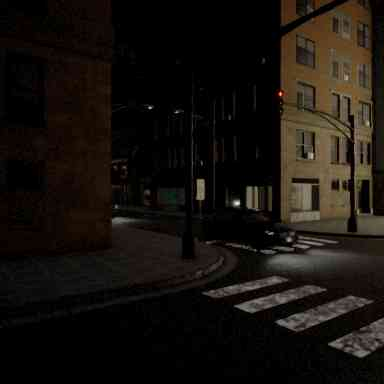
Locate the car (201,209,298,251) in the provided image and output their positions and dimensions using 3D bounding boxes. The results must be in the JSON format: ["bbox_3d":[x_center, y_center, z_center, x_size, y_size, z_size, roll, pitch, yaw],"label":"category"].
[{"bbox_3d":[2.226,1.473,14.148,1.812,1.442,4.674,0,0,-36],"label":"car"}]

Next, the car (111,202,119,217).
[{"bbox_3d":[-7.908,1.206,28.234,2.097,1.767,4.553,0,0,-36],"label":"car"}]
